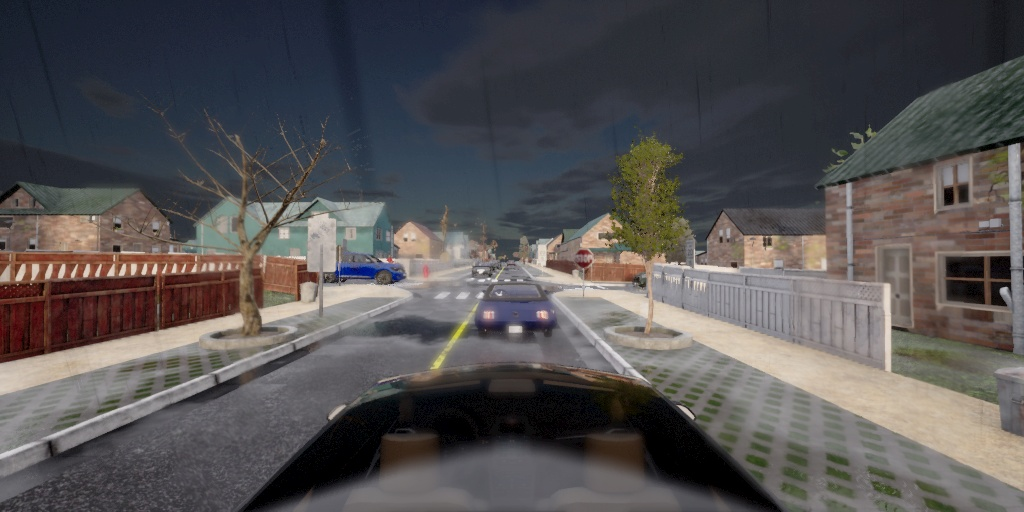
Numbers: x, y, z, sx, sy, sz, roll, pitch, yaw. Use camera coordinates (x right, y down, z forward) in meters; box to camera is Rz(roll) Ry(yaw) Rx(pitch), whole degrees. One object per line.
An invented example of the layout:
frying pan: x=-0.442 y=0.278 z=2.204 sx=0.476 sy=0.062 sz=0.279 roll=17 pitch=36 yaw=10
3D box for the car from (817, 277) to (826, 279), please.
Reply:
car: x=20.958 y=1.862 z=25.391 sx=4.181 sy=1.385 sz=1.994 roll=1 pitch=-1 yaw=0

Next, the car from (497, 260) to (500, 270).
car: x=-2.926 y=1.423 z=46.200 sx=1.895 sy=1.301 sz=4.718 roll=0 pitch=0 yaw=0

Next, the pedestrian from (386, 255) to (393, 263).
pedestrian: x=-9.678 y=0.798 z=28.264 sx=0.375 sy=1.860 sz=0.375 roll=0 pitch=-2 yaw=0

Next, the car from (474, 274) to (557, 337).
car: x=0.083 y=1.356 z=10.238 sx=1.895 sy=1.301 sz=4.718 roll=0 pitch=0 yaw=0

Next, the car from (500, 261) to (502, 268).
car: x=-2.944 y=1.364 z=56.665 sx=1.837 sy=1.490 sz=4.892 roll=0 pitch=0 yaw=0

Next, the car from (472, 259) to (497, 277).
car: x=-2.911 y=1.286 z=35.873 sx=2.128 sy=1.511 sz=4.902 roll=0 pitch=0 yaw=0

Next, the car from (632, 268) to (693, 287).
car: x=10.964 y=1.424 z=25.352 sx=4.553 sy=1.767 sz=2.097 roll=1 pitch=-1 yaw=-1

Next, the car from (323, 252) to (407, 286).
car: x=-9.582 y=0.788 z=22.679 sx=5.566 sy=2.045 sz=2.150 roll=1 pitch=-1 yaw=-4
